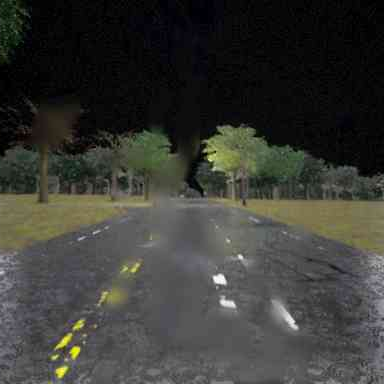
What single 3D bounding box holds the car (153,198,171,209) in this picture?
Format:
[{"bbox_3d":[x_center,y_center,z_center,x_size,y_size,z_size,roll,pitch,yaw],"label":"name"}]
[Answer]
[{"bbox_3d":[-3.732,1.432,42.430,1.994,1.385,4.181,1,1,0],"label":"car"}]
